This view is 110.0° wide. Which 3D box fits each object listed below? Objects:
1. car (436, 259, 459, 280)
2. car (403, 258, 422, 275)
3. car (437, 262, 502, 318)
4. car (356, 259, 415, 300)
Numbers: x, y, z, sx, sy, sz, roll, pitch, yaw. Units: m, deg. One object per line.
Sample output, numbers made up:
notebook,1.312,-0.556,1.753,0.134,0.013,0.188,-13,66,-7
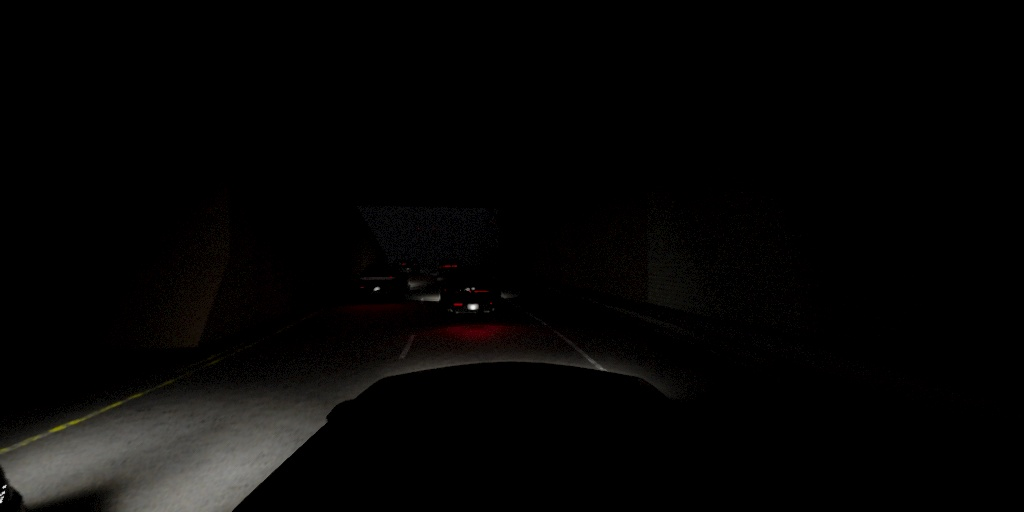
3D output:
car,-5.241,0.949,30.198,1.837,1.490,4.892,0,1,-12
car,-9.515,0.916,33.331,2.128,1.511,4.902,0,1,-12
car,-1.519,1.139,12.481,1.837,1.490,4.892,0,1,-10
car,-5.920,1.091,16.759,2.128,1.511,4.902,0,1,-12
